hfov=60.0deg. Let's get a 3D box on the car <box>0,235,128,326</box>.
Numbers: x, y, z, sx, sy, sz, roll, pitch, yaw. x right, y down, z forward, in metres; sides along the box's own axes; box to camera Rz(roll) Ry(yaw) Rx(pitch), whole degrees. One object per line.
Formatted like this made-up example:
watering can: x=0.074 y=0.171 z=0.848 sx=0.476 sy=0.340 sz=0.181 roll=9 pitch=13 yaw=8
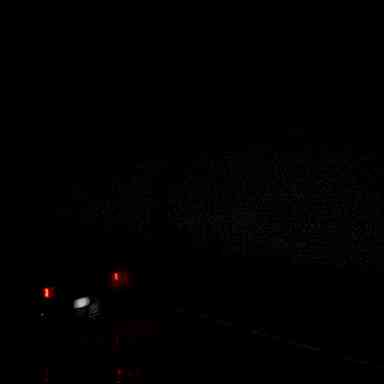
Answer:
car: x=-3.551 y=1.590 z=7.128 sx=4.718 sy=1.301 sz=1.895 roll=0 pitch=0 yaw=41
